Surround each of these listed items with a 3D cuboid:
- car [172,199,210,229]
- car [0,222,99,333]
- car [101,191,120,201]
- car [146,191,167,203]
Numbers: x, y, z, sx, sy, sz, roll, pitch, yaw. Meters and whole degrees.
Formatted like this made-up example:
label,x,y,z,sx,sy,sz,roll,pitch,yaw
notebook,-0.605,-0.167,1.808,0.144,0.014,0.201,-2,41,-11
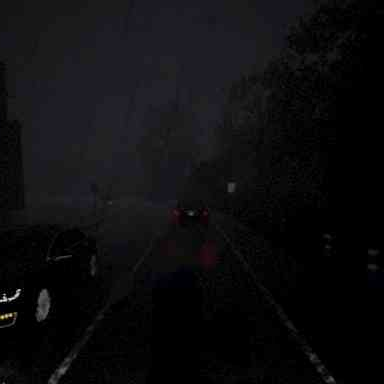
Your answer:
label,x,y,z,sx,sy,sz,roll,pitch,yaw
car,-0.137,1.171,20.200,2.097,1.767,4.553,0,1,-3
car,-3.364,1.459,6.963,1.837,1.490,4.892,0,0,0
car,-12.827,0.603,52.032,2.033,1.411,5.357,-4,3,-30
car,-4.649,0.582,42.899,1.882,1.535,5.008,-2,2,-20
